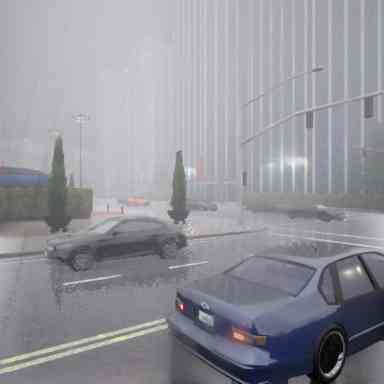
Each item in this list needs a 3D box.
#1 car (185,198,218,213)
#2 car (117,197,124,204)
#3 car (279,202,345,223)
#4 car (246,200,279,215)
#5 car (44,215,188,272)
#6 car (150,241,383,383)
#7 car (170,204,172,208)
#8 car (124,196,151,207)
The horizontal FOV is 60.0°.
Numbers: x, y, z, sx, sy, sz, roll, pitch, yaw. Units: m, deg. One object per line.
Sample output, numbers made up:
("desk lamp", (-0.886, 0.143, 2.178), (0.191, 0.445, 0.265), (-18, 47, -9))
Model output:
("car", (0.917, 1.506, 37.526), (1.837, 1.490, 4.892), (0, 0, -36))
("car", (-12.363, 1.569, 61.983), (1.994, 1.385, 4.181), (0, 0, -36))
("car", (9.454, 1.525, 25.821), (1.812, 1.442, 4.674), (0, 0, -36))
("car", (7.922, 1.547, 33.824), (2.033, 1.411, 5.357), (0, 0, -36))
("car", (-2.295, 1.526, 10.911), (4.674, 1.442, 1.812), (0, 0, -35))
("car", (2.224, 1.547, 5.389), (5.357, 1.411, 2.033), (0, 0, -35))
("car", (-1.422, 1.525, 46.731), (1.812, 1.442, 4.674), (0, 0, -36))
("car", (-7.900, 1.352, 49.719), (2.097, 1.767, 4.553), (0, 0, -36))
